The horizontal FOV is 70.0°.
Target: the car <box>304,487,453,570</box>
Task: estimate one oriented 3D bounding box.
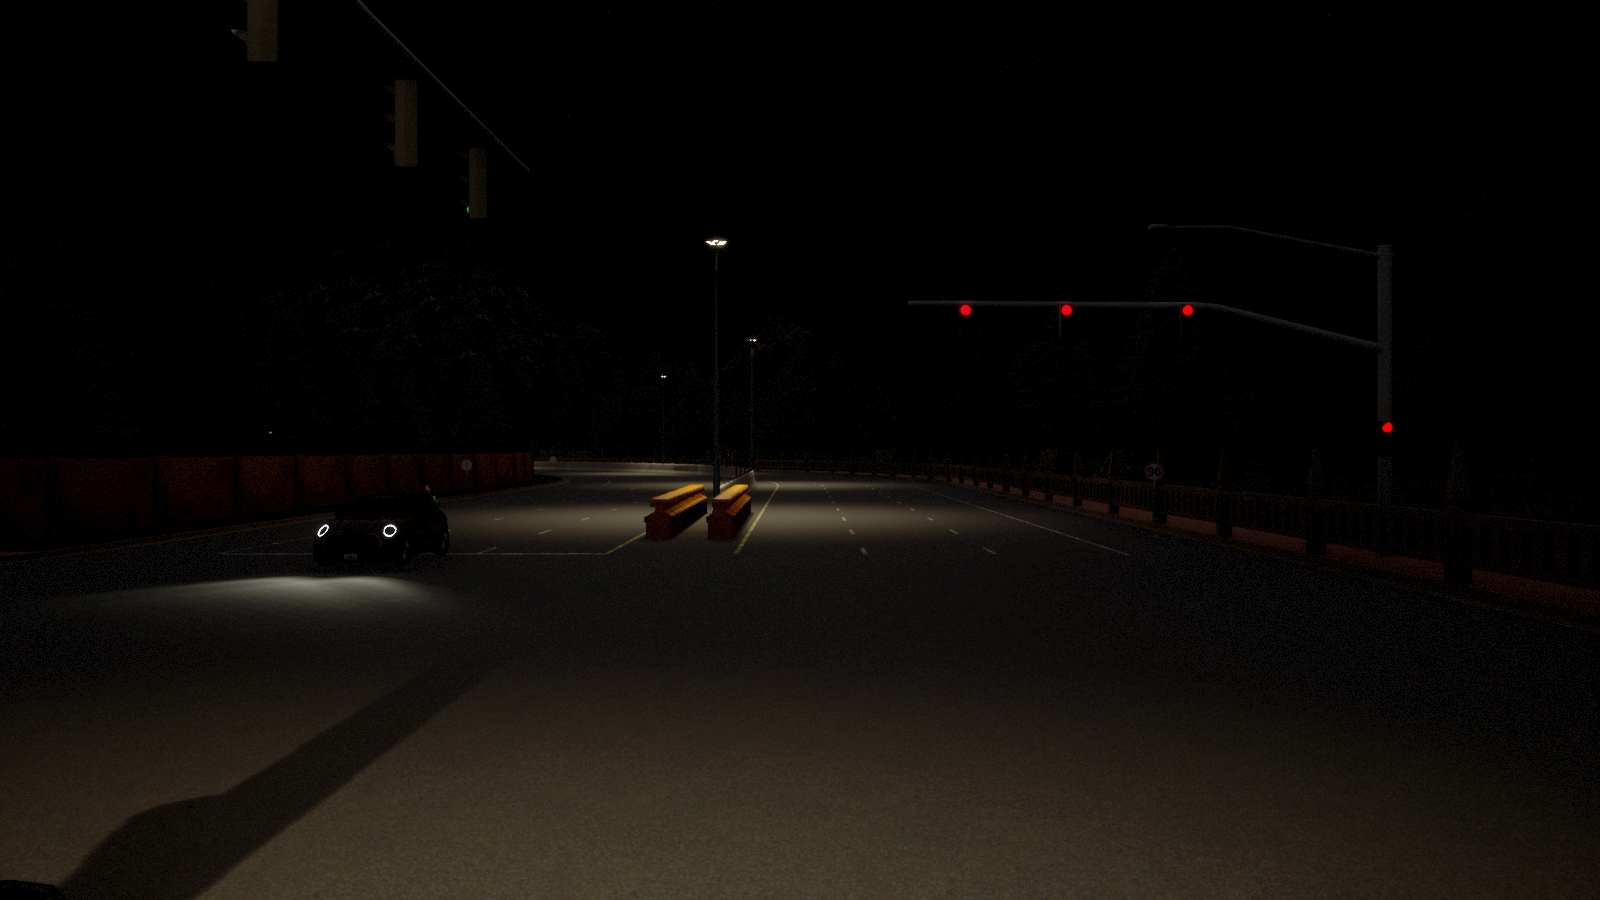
[{"bbox_3d":[-10.504,1.906,28.861,2.097,1.767,4.553,0,0,0],"label":"car"}]
